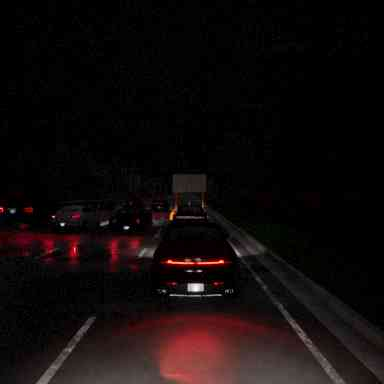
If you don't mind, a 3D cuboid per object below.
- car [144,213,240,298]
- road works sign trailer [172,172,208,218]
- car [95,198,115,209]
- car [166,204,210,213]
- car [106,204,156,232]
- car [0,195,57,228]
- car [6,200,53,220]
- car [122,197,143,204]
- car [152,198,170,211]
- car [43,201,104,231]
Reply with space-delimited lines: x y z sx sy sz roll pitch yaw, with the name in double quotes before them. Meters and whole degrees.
"car" 0.052 1.505 8.525 1.837 1.490 4.892 0 0 0
"road works sign trailer" -0.174 0.464 22.782 2.380 3.560 2.880 0 0 -3
"car" -10.707 1.478 40.595 1.882 1.535 5.008 0 0 0
"car" -0.051 1.488 18.912 2.128 1.511 4.902 0 0 1
"car" -3.536 1.601 20.016 1.895 1.301 4.718 0 0 0
"car" -10.557 1.223 22.301 2.150 2.045 5.566 0 0 0
"car" -14.114 1.525 29.199 1.812 1.442 4.674 0 0 0
"car" -7.188 1.355 40.734 2.097 1.767 4.553 0 0 -2
"car" -3.695 1.491 39.392 2.128 1.511 4.902 0 0 0
"car" -7.039 1.526 20.363 1.812 1.442 4.674 0 0 0
